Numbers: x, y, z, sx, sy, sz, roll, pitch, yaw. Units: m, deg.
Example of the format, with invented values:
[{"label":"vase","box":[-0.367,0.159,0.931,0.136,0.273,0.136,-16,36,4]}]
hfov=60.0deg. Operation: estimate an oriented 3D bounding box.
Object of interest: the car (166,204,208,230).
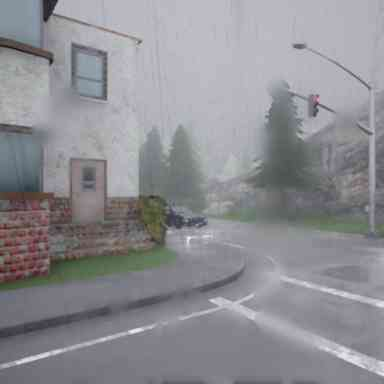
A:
[{"label":"car","box":[-1.206,1.516,21.308,2.033,1.411,5.357,0,0,-35]}]
